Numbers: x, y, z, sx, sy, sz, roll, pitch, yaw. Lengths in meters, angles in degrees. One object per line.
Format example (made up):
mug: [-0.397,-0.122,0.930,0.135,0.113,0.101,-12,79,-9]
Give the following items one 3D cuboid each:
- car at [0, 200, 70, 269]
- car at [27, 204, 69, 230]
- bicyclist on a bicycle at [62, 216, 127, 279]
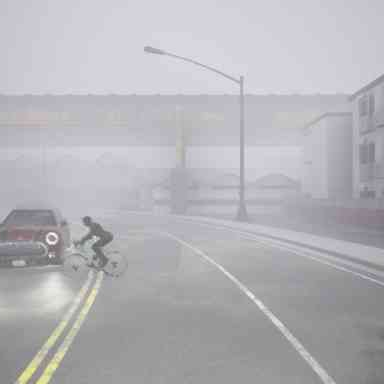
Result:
car: [-5.285,1.313,11.092,2.097,1.767,4.553,0,0,-16]
car: [-9.267,1.509,21.143,1.895,1.301,4.718,1,0,-30]
bicyclist on a bicycle: [-2.521,1.440,8.592,1.656,1.620,0.582,-2,1,-11]
